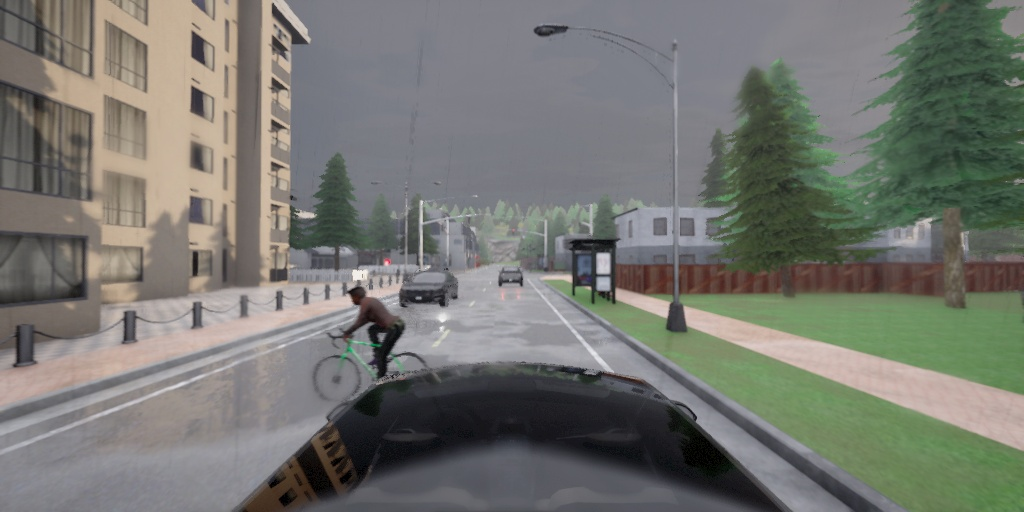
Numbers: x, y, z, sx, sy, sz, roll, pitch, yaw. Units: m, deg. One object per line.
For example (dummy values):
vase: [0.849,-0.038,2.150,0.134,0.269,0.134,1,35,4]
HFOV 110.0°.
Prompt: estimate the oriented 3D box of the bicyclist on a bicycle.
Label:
bicyclist on a bicycle: [-1.980,1.242,5.016,1.656,1.620,0.582,-2,-1,0]

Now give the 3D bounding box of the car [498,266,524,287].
car: [-0.072,1.538,27.867,2.128,1.511,4.902,0,-1,0]

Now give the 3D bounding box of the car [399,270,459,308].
car: [-3.616,1.395,16.418,1.882,1.535,5.008,0,-1,0]
